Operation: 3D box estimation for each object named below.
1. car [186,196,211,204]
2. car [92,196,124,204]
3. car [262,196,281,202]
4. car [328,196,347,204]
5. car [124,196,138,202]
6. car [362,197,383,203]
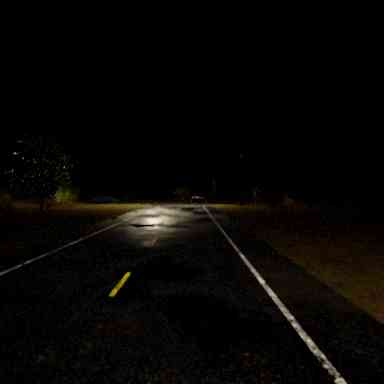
[{"bbox_3d":[1.202,1.509,64.255,4.902,1.511,2.128,0,0,-1],"label":"car"},{"bbox_3d":[-16.345,1.483,63.811,5.357,1.411,2.033,0,0,-2],"label":"car"},{"bbox_3d":[17.489,1.577,71.711,4.902,1.511,2.128,0,0,-2],"label":"car"},{"bbox_3d":[27.659,1.596,64.989,4.892,1.490,1.837,0,0,-2],"label":"car"},{"bbox_3d":[-13.659,1.492,70.890,4.181,1.385,1.994,0,0,-2],"label":"car"},{"bbox_3d":[39.614,1.714,72.348,4.718,1.301,1.895,0,0,-2],"label":"car"}]
